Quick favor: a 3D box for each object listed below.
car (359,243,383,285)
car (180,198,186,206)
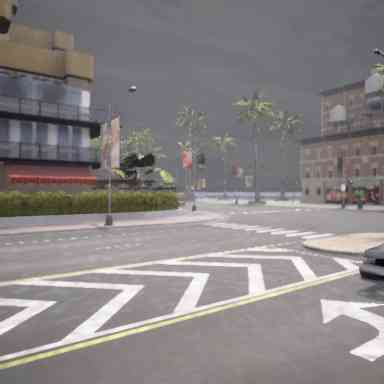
[{"bbox_3d":[6.272,1.546,8.232,5.357,1.411,2.033,0,0,-35],"label":"car"},{"bbox_3d":[-2.870,1.486,54.315,2.128,1.511,4.902,0,0,-35],"label":"car"}]
